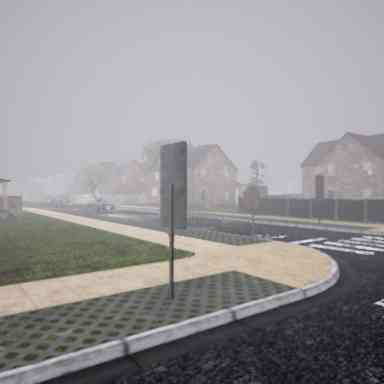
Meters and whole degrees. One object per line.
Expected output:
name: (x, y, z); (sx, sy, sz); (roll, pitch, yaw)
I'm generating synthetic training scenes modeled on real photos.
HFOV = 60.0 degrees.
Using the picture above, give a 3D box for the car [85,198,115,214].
car: (-9.474, 1.351, 34.054); (2.128, 1.511, 4.902); (0, 0, -36)
